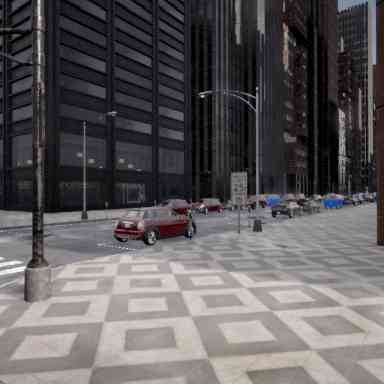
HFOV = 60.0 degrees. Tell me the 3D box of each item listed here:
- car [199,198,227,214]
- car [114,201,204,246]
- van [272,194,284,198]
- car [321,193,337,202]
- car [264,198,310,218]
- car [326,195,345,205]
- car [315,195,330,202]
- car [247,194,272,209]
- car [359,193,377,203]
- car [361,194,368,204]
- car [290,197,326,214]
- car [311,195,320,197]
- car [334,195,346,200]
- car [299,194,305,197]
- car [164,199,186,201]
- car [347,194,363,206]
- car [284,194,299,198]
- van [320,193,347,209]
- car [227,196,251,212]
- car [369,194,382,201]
[{"bbox_3d":[1.386,1.384,33.856,1.967,1.590,4.097,0,0,36],"label":"car"},{"bbox_3d":[-1.510,1.393,15.233,1.967,1.590,4.097,0,0,36],"label":"car"},{"bbox_3d":[11.212,1.248,47.516,1.690,1.788,3.998,0,0,36],"label":"van"},{"bbox_3d":[30.868,1.164,74.838,2.192,1.841,5.009,0,0,36],"label":"car"},{"bbox_3d":[8.317,1.464,28.892,2.008,1.369,4.403,0,0,36],"label":"car"},{"bbox_3d":[23.797,1.339,54.970,1.882,1.535,5.008,0,0,36],"label":"car"},{"bbox_3d":[27.593,1.408,70.285,2.008,1.369,4.403,0,0,36],"label":"car"},{"bbox_3d":[7.937,1.234,42.963,2.192,1.841,5.009,0,0,36],"label":"car"},{"bbox_3d":[34.522,1.372,65.318,1.887,1.381,4.507,0,0,36],"label":"car"},{"bbox_3d":[27.970,1.411,56.212,1.947,1.339,4.313,0,0,36],"label":"car"},{"bbox_3d":[11.592,1.466,33.445,1.947,1.339,4.313,0,0,36],"label":"car"},{"bbox_3d":[24.316,1.307,65.731,1.967,1.590,4.097,0,0,36],"label":"car"},{"bbox_3d":[37.420,1.399,83.945,1.947,1.339,4.313,0,0,36],"label":"car"},{"bbox_3d":[17.764,1.201,56.623,2.192,1.841,5.009,0,0,36],"label":"car"},{"bbox_3d":[-1.890,1.397,29.302,1.967,1.590,4.097,0,0,36],"label":"car"},{"bbox_3d":[24.695,1.421,51.658,1.947,1.339,4.313,0,0,36],"label":"car"},{"bbox_3d":[14.489,1.211,52.070,2.192,1.841,5.009,0,0,36],"label":"car"},{"bbox_3d":[18.143,1.218,42.552,1.690,1.788,3.998,0,0,36],"label":"van"},{"bbox_3d":[4.662,1.482,38.410,2.008,1.369,4.403,0,0,36],"label":"car"},{"bbox_3d":[41.073,1.250,74.425,1.967,1.590,4.097,0,0,36],"label":"car"}]
